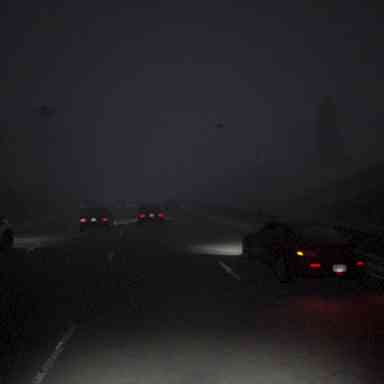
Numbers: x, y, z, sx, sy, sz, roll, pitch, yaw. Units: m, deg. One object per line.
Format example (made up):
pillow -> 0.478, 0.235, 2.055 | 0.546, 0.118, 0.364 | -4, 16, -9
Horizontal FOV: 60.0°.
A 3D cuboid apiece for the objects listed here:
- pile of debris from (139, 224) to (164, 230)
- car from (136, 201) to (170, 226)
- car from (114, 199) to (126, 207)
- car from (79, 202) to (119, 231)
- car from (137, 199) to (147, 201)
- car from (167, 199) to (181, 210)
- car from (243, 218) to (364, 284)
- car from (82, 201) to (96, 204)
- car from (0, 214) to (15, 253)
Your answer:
pile of debris -> -2.617, 2.230, 21.293 | 1.500, 0.140, 1.860 | -1, 0, -9
car -> -3.052, 1.609, 24.442 | 2.033, 1.411, 5.357 | -1, 0, -9
car -> -11.751, 1.796, 54.301 | 2.033, 1.411, 5.357 | -1, 0, -11
car -> -6.154, 1.679, 21.884 | 2.033, 1.411, 5.357 | -1, 0, -10
car -> -8.283, 1.774, 54.755 | 1.895, 1.301, 4.718 | -1, 0, -11
car -> -2.654, 1.615, 43.589 | 1.994, 1.385, 4.181 | -1, 0, -10
car -> 2.837, 1.462, 9.381 | 1.812, 1.442, 4.674 | -1, 0, -8
car -> -13.126, 1.829, 42.659 | 2.033, 1.411, 5.357 | -1, 0, -10
car -> -8.075, 1.397, 11.258 | 2.150, 2.045, 5.566 | -1, 0, -8
